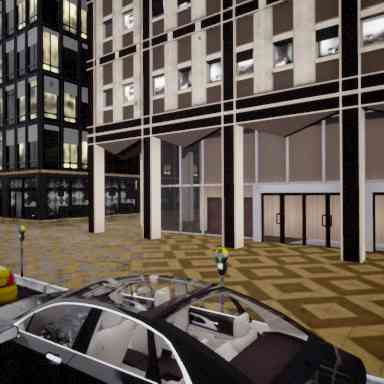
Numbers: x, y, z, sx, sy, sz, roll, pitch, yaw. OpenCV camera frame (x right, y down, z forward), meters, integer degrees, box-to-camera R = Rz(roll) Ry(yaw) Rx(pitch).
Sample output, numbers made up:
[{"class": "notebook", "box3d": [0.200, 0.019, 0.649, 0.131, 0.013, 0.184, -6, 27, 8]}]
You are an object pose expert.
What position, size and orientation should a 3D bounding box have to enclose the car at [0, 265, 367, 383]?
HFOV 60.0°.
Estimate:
[{"class": "car", "box3d": [-0.650, 1.551, 3.346, 4.403, 1.369, 2.008, 0, 0, 36]}]
